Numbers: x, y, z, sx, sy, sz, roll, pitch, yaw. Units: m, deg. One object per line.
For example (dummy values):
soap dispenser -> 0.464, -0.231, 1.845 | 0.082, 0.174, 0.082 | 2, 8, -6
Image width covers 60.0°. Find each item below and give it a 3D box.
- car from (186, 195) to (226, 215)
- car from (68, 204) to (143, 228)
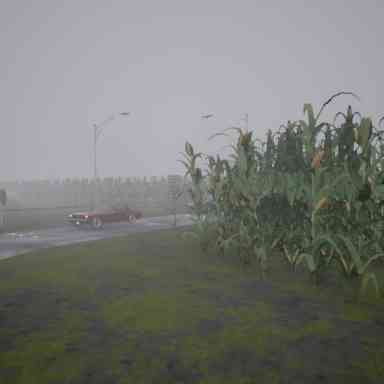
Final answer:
car -> 1.378, 1.111, 31.020 | 2.097, 1.767, 4.553 | -1, 0, 34
car -> -5.408, 1.475, 21.188 | 1.895, 1.301, 4.718 | -1, 0, 35
